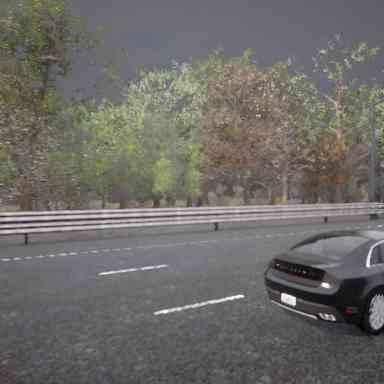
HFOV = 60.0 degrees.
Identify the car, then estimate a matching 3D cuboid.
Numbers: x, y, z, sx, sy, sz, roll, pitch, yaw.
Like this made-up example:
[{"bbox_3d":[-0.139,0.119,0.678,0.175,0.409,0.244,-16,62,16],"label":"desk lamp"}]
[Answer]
[{"bbox_3d":[3.650,1.533,6.741,4.892,1.490,1.837,0,0,-32],"label":"car"}]
